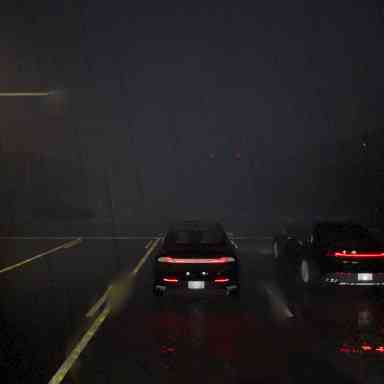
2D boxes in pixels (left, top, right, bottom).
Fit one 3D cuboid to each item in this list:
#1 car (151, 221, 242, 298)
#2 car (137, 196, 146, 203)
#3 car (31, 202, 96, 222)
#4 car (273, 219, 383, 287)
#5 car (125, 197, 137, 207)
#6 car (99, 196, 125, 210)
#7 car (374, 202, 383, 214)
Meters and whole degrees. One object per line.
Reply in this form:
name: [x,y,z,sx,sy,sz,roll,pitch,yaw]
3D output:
car: [0.100,1.492,8.535,2.128,1.511,4.902,0,0,0]
car: [-10.352,1.564,65.948,1.994,1.385,4.181,0,0,-1]
car: [-9.886,1.526,25.811,4.674,1.442,1.812,0,0,-14]
car: [3.605,1.505,9.297,1.837,1.490,4.892,0,0,1]
car: [-10.435,1.526,52.865,1.812,1.442,4.674,0,0,1]
car: [-10.468,1.352,42.785,2.097,1.767,4.553,0,0,0]
car: [18.122,1.061,28.324,4.902,1.511,2.128,-5,0,0]
